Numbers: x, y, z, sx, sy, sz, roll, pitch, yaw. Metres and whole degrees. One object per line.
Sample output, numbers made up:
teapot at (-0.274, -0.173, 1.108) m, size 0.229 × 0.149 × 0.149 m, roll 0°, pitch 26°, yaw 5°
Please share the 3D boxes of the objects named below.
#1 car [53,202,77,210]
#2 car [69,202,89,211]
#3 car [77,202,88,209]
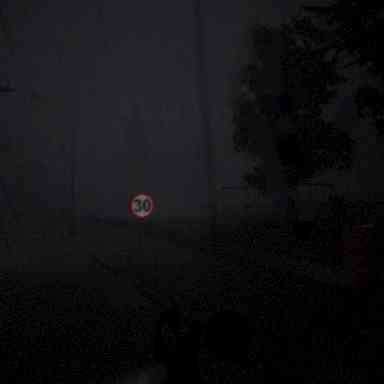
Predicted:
car at (-23.791, 2.519, 61.633) m, size 3.633 × 1.501 × 1.845 m, roll -1°, pitch -1°, yaw -18°
car at (-21.174, 2.740, 62.683) m, size 2.038 × 1.542 × 4.974 m, roll -1°, pitch -1°, yaw 1°
car at (-21.176, 2.581, 62.633) m, size 1.853 × 1.218 × 4.536 m, roll -1°, pitch -1°, yaw 1°
